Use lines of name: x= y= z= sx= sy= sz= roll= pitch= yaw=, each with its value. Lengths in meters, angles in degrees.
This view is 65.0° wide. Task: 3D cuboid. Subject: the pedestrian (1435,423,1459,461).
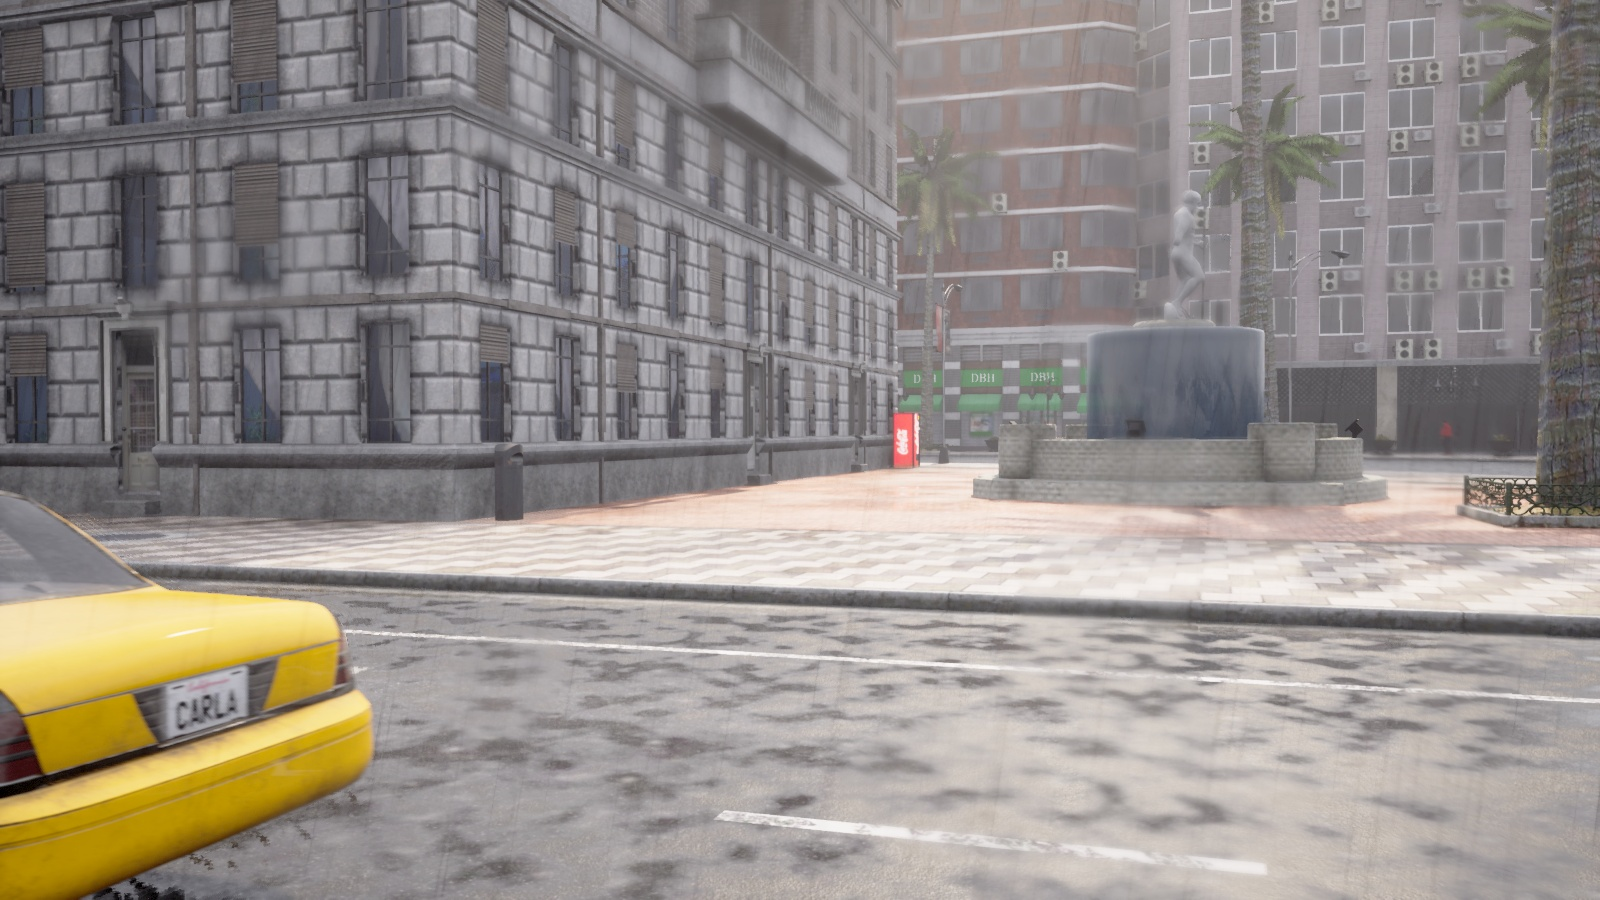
pedestrian: x=31.960 y=-0.391 z=62.066 sx=0.899 sy=1.844 sz=0.634 roll=1 pitch=1 yaw=43

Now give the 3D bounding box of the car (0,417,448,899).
car: x=-4.102 y=0.678 z=4.518 sx=5.366 sy=1.575 sz=1.801 roll=1 pitch=1 yaw=18
